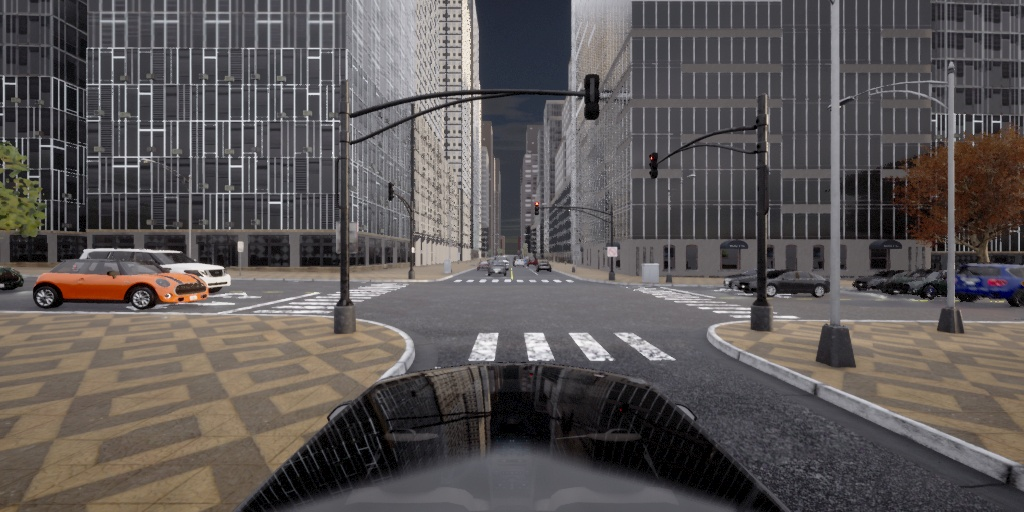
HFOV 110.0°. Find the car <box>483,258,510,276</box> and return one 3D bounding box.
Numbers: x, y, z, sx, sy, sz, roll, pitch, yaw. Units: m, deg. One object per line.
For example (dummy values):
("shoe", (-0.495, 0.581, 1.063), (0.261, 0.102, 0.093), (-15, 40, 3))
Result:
("car", (-1.480, 1.258, 37.115), (2.128, 1.511, 4.902), (0, 0, 0))

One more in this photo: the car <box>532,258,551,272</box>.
("car", (3.954, 1.329, 45.317), (1.948, 1.339, 4.313), (0, 0, 0))

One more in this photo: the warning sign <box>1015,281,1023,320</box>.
("warning sign", (17.280, 1.204, 11.506), (1.060, 1.860, 1.300), (0, 0, -3))

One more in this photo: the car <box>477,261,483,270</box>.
("car", (-3.995, 1.343, 50.815), (1.802, 1.307, 4.207), (0, 0, 0))

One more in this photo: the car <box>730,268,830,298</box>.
("car", (15.810, 1.564, 20.910), (4.892, 1.490, 1.837), (1, 0, -4))

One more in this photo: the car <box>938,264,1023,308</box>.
("car", (25.337, 1.454, 17.867), (5.566, 2.045, 2.150), (1, 0, -3))

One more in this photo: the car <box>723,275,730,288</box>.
("car", (16.899, 1.569, 24.202), (4.902, 1.511, 2.128), (1, 0, -3))

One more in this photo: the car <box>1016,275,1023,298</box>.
("car", (34.566, 1.943, 21.749), (5.357, 1.411, 2.033), (1, 0, -2))

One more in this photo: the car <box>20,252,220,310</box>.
("car", (-13.726, 0.876, 12.839), (4.553, 1.767, 2.097), (1, 0, -3))

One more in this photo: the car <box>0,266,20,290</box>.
("car", (-24.621, 0.675, 15.599), (4.553, 1.767, 2.097), (1, 0, -2))

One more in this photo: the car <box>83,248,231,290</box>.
("car", (-15.927, 0.704, 15.992), (5.566, 2.045, 2.150), (1, 0, -3))

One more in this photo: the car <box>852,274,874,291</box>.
("car", (26.284, 1.751, 24.629), (4.892, 1.490, 1.837), (1, 0, -3))

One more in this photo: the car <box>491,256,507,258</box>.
("car", (-1.522, 0.981, 49.923), (2.150, 2.045, 5.566), (0, 0, 0))

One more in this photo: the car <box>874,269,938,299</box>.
("car", (24.981, 1.576, 21.316), (4.553, 1.767, 2.097), (1, 0, -3))
